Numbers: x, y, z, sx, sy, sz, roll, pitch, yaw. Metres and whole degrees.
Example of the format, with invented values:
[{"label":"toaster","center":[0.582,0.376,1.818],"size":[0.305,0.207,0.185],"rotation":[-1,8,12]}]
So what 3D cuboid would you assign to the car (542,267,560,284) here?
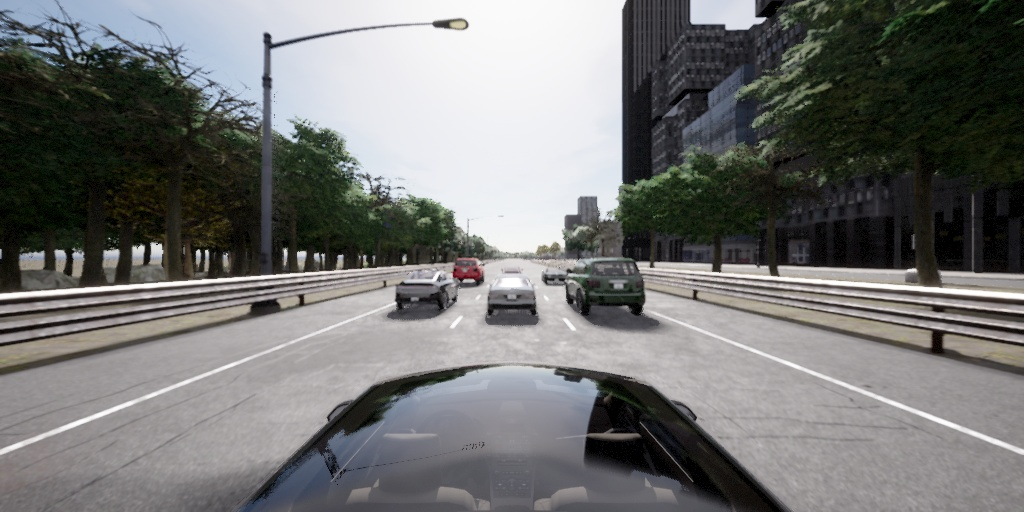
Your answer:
[{"label":"car","center":[3.511,1.594,30.088],"size":[1.895,1.301,4.718],"rotation":[0,0,0]}]

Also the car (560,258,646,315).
[{"label":"car","center":[3.507,1.090,14.426],"size":[2.150,2.045,5.566],"rotation":[0,0,0]}]

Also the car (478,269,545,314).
[{"label":"car","center":[0.006,1.413,14.350],"size":[2.033,1.411,5.357],"rotation":[0,0,0]}]

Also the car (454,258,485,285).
[{"label":"car","center":[-3.497,1.212,29.419],"size":[2.150,2.045,5.566],"rotation":[0,0,0]}]

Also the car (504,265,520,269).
[{"label":"car","center":[0.019,1.523,30.745],"size":[1.812,1.442,4.674],"rotation":[0,0,1]}]

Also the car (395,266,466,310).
[{"label":"car","center":[-3.480,1.366,15.355],"size":[2.128,1.511,4.902],"rotation":[0,0,1]}]
